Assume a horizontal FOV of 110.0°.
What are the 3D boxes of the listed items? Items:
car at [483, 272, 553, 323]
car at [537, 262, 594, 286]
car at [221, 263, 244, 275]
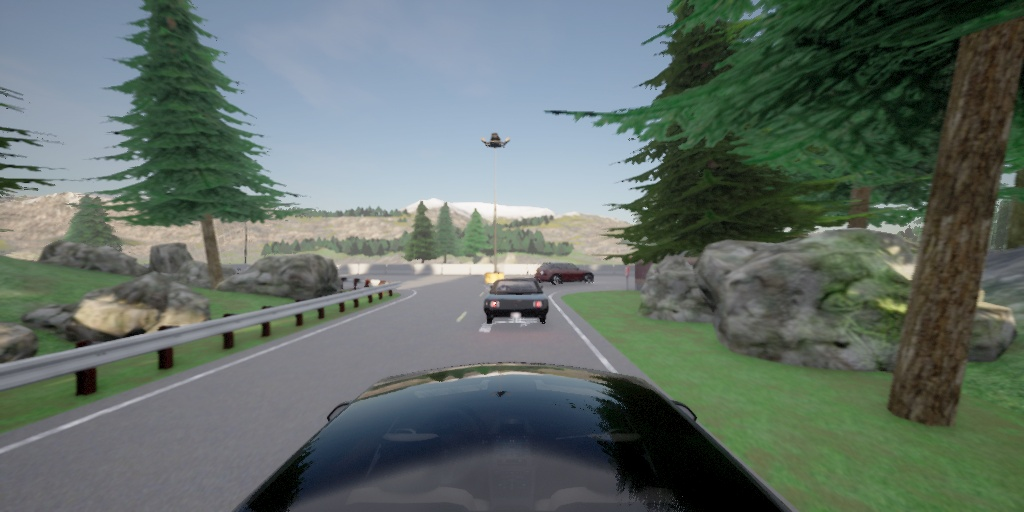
[{"bbox_3d":[0.143,1.400,12.336,1.895,1.301,4.718,0,0,1],"label":"car"},{"bbox_3d":[4.024,1.228,27.161,4.553,1.767,2.097,0,0,-31],"label":"car"},{"bbox_3d":[-28.970,1.412,35.366,4.674,1.442,1.812,0,0,2],"label":"car"}]
